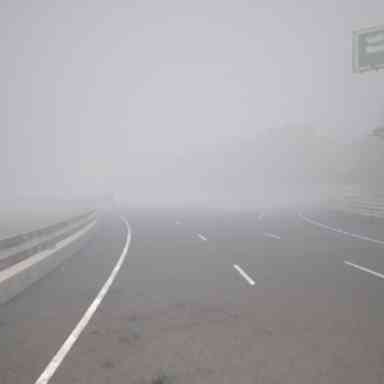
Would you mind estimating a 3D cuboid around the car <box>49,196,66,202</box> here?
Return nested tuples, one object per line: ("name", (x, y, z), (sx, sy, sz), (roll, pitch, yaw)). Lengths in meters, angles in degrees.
("car", (-31.751, 1.632, 78.466), (4.181, 1.385, 1.994), (0, 0, 41))

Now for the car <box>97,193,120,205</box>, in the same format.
("car", (-15.797, 1.207, 60.631), (2.150, 2.045, 5.566), (-1, 0, -35))

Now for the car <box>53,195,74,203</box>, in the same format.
("car", (-26.116, 1.533, 67.922), (1.882, 1.535, 5.008), (-1, 0, -44))

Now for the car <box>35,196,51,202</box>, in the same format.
("car", (-34.741, 1.583, 76.459), (4.892, 1.490, 1.837), (0, 0, 41))

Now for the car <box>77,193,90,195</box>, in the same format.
("car", (-23.092, 1.247, 69.793), (2.150, 2.045, 5.566), (-1, 0, -44))

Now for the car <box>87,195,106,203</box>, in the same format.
("car", (-20.811, 1.475, 72.488), (1.882, 1.535, 5.008), (-1, 0, -44))

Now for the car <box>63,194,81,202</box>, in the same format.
("car", (-29.319, 1.406, 80.983), (4.553, 1.767, 2.097), (0, 0, 41))

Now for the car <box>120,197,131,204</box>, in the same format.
("car", (-13.628, 1.560, 63.586), (1.895, 1.301, 4.718), (-1, 0, -38))

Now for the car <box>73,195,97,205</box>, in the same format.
("car", (-18.998, 1.618, 59.098), (1.895, 1.301, 4.718), (-1, 0, -35))
